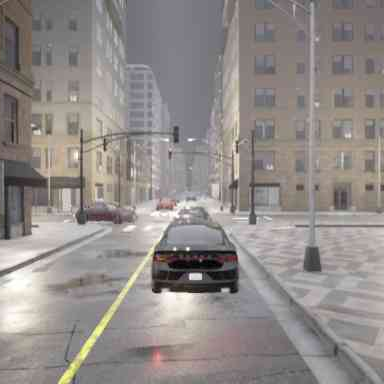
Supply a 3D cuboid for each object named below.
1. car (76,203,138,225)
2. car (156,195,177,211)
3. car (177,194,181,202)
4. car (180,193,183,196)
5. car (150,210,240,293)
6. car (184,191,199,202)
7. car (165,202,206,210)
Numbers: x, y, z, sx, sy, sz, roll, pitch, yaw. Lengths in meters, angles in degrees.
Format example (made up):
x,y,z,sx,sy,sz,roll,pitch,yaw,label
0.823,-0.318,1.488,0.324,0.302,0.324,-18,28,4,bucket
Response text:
x,y,z,sx,sy,sz,roll,pitch,yaw,label
-5.996,1.485,23.400,4.674,1.442,1.812,0,0,24,car
-3.159,1.406,39.994,1.882,1.535,5.008,0,0,-1,car
-3.142,1.458,49.725,2.033,1.411,5.357,0,0,0,car
-3.149,1.396,61.994,1.837,1.490,4.892,0,0,0,car
0.062,1.462,8.815,1.882,1.535,5.008,0,0,0,car
-0.118,1.229,70.482,2.097,1.767,4.553,0,0,0,car
0.079,1.514,18.626,2.033,1.411,5.357,0,0,6,car
